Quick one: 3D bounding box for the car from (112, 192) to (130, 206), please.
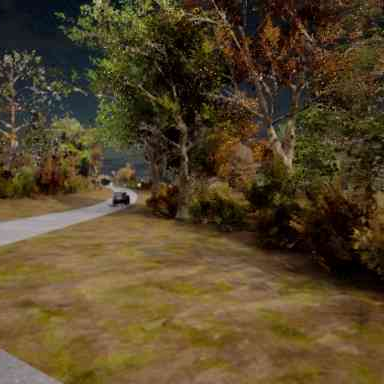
[{"bbox_3d":[-10.922,0.999,51.440,2.150,2.045,5.566,-1,1,-5],"label":"car"}]
